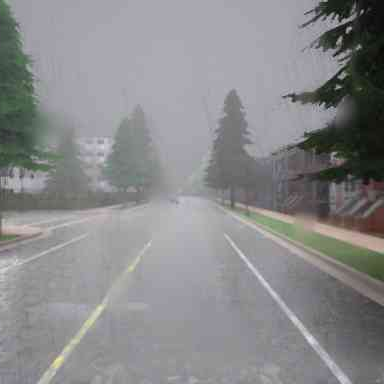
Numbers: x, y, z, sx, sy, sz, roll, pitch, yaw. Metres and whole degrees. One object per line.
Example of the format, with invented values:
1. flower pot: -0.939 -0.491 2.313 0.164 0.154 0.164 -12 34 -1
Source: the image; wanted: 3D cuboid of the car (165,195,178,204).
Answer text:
1. car: -3.499 1.242 58.517 2.097 1.767 4.553 0 0 0
